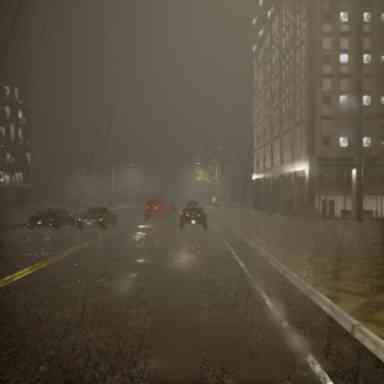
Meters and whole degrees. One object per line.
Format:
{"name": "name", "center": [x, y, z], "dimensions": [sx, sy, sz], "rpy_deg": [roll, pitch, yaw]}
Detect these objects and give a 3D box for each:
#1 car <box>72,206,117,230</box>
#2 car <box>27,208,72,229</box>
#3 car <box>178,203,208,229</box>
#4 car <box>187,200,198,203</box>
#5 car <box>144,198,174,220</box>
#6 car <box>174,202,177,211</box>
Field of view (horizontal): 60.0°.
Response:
{"name": "car", "center": [-6.512, 1.759, 23.344], "dimensions": [1.812, 1.442, 4.674], "rpy_deg": [0, -1, 0]}
{"name": "car", "center": [-9.762, 1.796, 23.281], "dimensions": [1.994, 1.385, 4.181], "rpy_deg": [0, -1, 0]}
{"name": "car", "center": [0.091, 1.738, 23.890], "dimensions": [1.837, 1.490, 4.892], "rpy_deg": [0, -1, 0]}
{"name": "car", "center": [0.083, 1.922, 46.472], "dimensions": [1.882, 1.535, 5.008], "rpy_deg": [0, -1, 0]}
{"name": "car", "center": [-3.161, 1.532, 31.616], "dimensions": [2.150, 2.045, 5.566], "rpy_deg": [0, 0, 0]}
{"name": "car", "center": [-3.168, 2.061, 48.244], "dimensions": [1.895, 1.301, 4.718], "rpy_deg": [0, 0, 0]}
